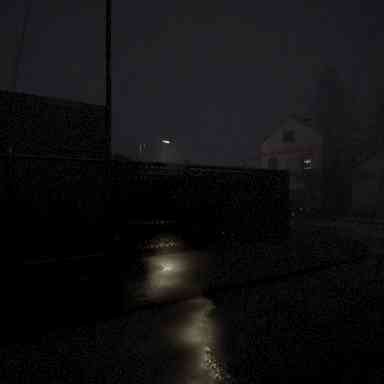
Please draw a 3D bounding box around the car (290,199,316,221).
[{"bbox_3d":[7.806,1.352,27.397,2.097,1.767,4.553,0,0,-34],"label":"car"}]
